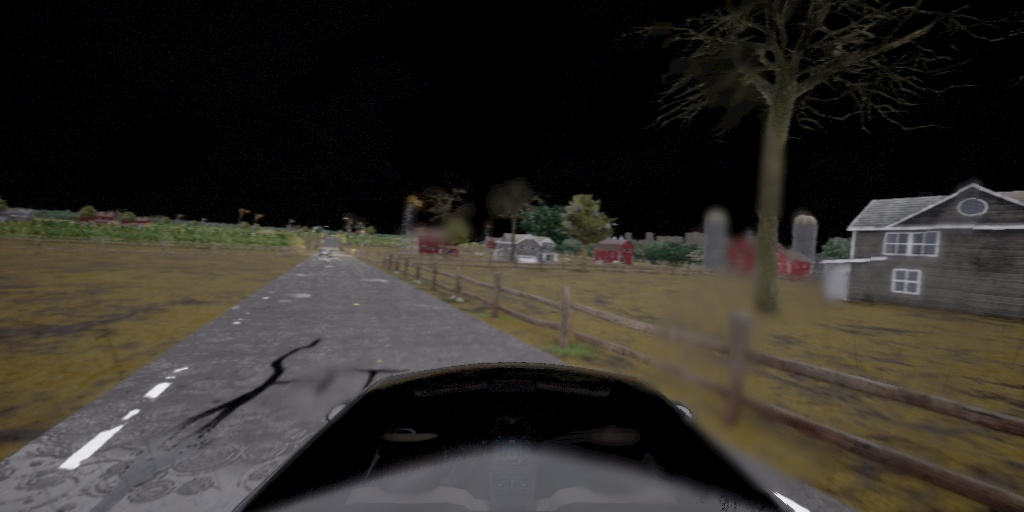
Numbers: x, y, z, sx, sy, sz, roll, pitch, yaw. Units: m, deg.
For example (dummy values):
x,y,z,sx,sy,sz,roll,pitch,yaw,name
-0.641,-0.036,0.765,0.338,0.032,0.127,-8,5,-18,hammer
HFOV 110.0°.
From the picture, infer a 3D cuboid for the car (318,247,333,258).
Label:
x,y,z,sx,sy,sz,roll,pitch,yaw,name
-29.061,-0.602,55.872,2.128,1.511,4.902,4,0,-27,car
